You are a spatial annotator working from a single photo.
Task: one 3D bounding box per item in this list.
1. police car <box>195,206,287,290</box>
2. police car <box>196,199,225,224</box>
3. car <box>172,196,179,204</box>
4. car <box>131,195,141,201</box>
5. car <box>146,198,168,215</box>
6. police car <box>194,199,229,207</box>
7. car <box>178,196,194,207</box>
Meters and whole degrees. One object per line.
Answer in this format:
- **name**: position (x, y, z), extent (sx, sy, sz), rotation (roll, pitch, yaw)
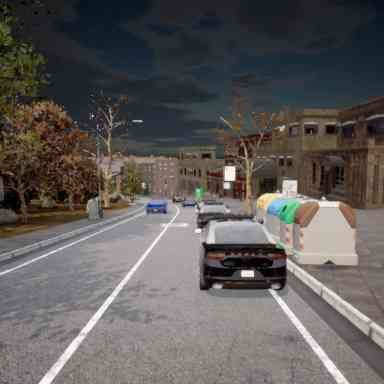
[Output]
- **police car**: position (1.124, 1.408, 9.157), extent (1.930, 1.638, 5.238), rotation (0, 0, 1)
- **police car**: position (1.277, 1.377, 25.235), extent (1.930, 1.638, 5.238), rotation (0, 0, 1)
- **car**: position (-2.486, 1.470, 61.312), extent (1.895, 1.301, 4.718), rotation (-1, 0, -12)
- **car**: position (-15.001, 1.569, 89.454), extent (2.128, 1.511, 4.902), rotation (-3, 0, -23)
- **car**: position (-3.396, 1.416, 33.018), extent (1.882, 1.535, 5.008), rotation (0, 0, -1)
- **police car**: position (1.219, 1.389, 19.206), extent (1.930, 1.638, 5.238), rotation (0, 0, 1)
- **car**: position (-0.440, 1.458, 47.690), extent (1.994, 1.385, 4.181), rotation (-1, 0, -6)
